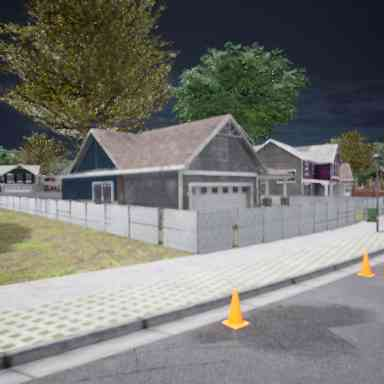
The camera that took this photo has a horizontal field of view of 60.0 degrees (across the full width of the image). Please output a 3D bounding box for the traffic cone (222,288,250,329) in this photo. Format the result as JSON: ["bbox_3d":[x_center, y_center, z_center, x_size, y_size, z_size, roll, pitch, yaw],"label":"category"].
[{"bbox_3d":[0.733,1.920,5.590,0.340,0.580,0.340,-1,0,-38],"label":"traffic cone"}]

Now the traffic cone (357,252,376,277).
[{"bbox_3d":[4.532,1.867,8.657,0.340,0.580,0.340,-1,0,-40],"label":"traffic cone"}]
